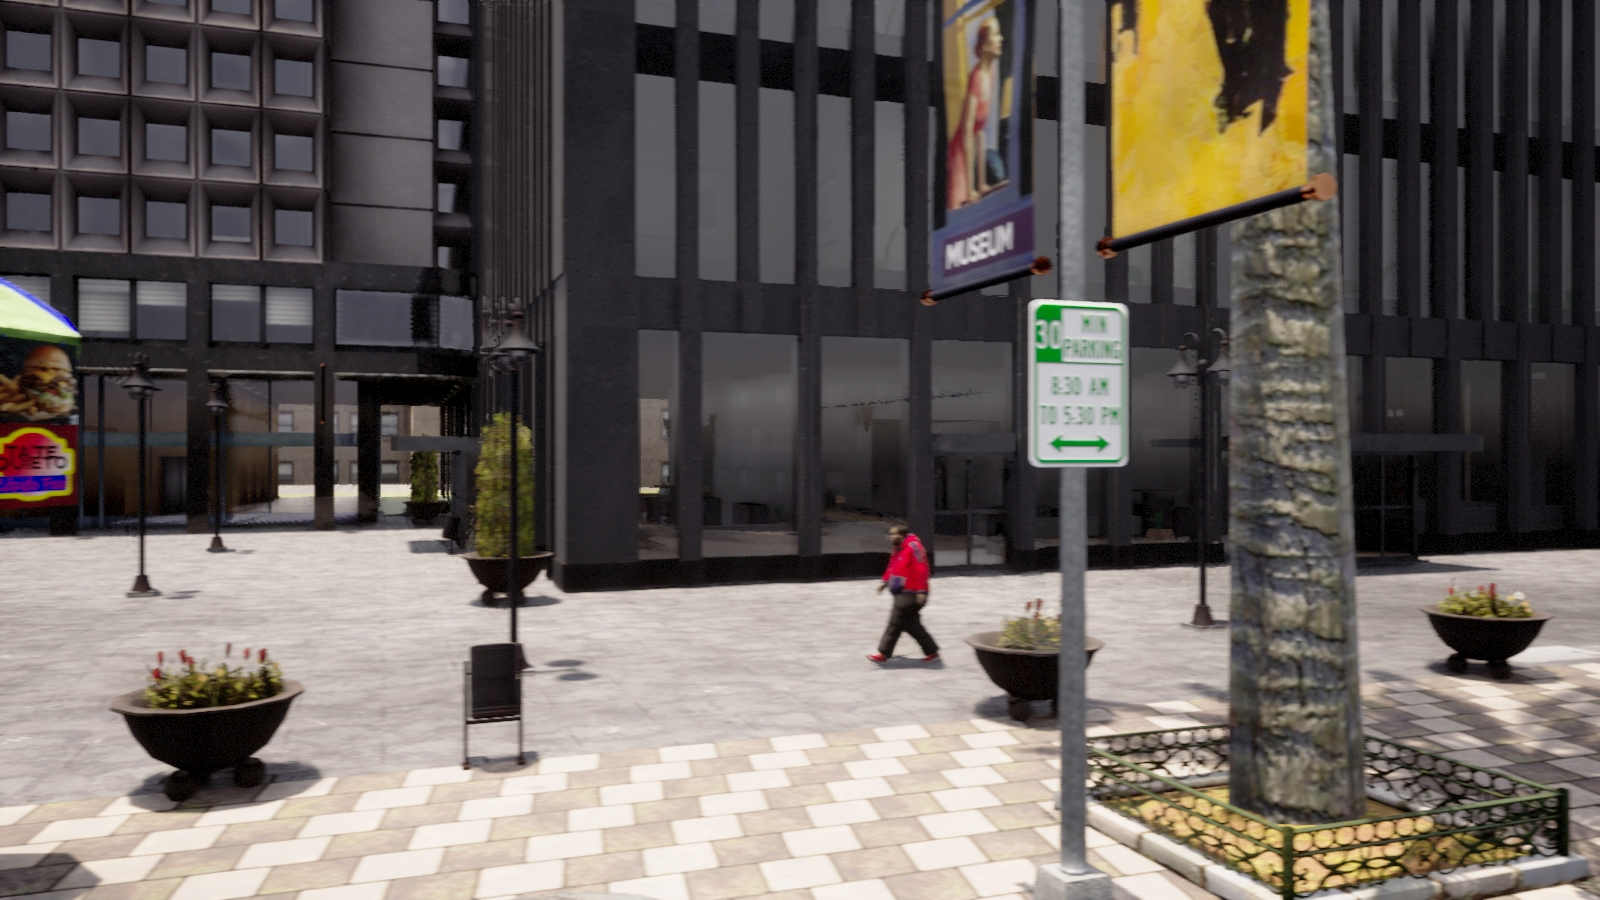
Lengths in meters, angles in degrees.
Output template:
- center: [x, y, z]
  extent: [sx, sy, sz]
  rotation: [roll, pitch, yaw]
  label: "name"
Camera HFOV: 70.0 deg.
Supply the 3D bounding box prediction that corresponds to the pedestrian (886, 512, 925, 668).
- center: [1.290, 1.706, 14.023]
  extent: [0.375, 1.860, 0.375]
  rotation: [0, 0, -14]
  label: "pedestrian"
